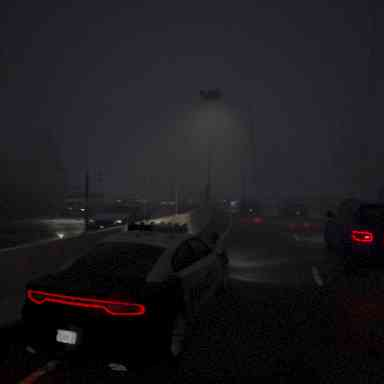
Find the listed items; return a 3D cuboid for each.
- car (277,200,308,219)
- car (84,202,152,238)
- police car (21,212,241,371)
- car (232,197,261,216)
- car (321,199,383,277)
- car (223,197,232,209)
[{"bbox_3d":[8.562,1.439,28.618,2.128,1.511,4.902,1,0,5],"label":"car"},{"bbox_3d":[-3.731,1.360,17.804,1.812,1.442,4.674,1,0,11],"label":"car"},{"bbox_3d":[-0.579,1.375,6.101,1.930,1.638,5.238,1,0,18],"label":"police car"},{"bbox_3d":[5.256,1.376,31.368,2.128,1.511,4.902,1,0,3],"label":"car"},{"bbox_3d":[5.479,1.235,10.137,2.150,2.045,5.566,1,0,15],"label":"car"},{"bbox_3d":[5.266,1.365,42.541,2.033,1.411,5.357,1,0,-3],"label":"car"}]
